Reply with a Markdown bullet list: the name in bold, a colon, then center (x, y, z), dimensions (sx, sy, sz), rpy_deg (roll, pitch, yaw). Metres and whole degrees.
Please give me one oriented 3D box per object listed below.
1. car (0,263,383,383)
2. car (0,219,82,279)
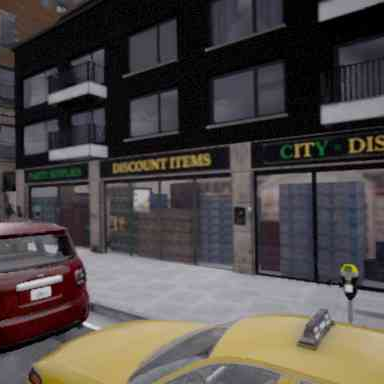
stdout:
- **car**: center (0.635, 1.535, 2.405), dimensions (4.829, 1.417, 1.752), rpy_deg (-1, -1, 35)
- **car**: center (-3.852, 1.394, 5.596), dimensions (5.009, 1.841, 2.192), rpy_deg (-1, -1, 35)
